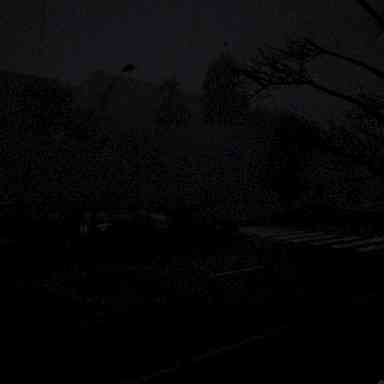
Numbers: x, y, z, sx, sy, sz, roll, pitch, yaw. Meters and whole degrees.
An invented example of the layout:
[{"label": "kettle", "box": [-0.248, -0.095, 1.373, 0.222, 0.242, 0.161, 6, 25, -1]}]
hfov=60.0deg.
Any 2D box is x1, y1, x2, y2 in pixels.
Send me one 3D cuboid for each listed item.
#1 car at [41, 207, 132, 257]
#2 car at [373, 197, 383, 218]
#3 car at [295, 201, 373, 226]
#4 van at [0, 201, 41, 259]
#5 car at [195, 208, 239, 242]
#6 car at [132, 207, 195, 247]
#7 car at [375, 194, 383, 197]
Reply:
[{"label": "car", "box": [-4.881, 1.363, 13.070, 4.553, 1.767, 2.185, -1, 0, 35]}, {"label": "car", "box": [14.493, 1.453, 27.101, 5.366, 1.575, 1.946, -1, 0, 35]}, {"label": "car", "box": [9.781, 1.494, 23.506, 4.792, 1.488, 2.163, -1, -1, 35]}, {"label": "van", "box": [-7.435, 1.269, 11.423, 4.442, 1.987, 1.878, -1, 0, 35]}, {"label": "car", "box": [-0.001, 1.511, 16.545, 4.792, 1.488, 2.163, -1, -1, 35]}, {"label": "car", "box": [-2.472, 1.525, 14.812, 4.674, 1.452, 2.002, -1, 0, 35]}, {"label": "car", "box": [19.569, 1.182, 30.474, 5.566, 2.045, 2.435, -1, -1, 35]}]
